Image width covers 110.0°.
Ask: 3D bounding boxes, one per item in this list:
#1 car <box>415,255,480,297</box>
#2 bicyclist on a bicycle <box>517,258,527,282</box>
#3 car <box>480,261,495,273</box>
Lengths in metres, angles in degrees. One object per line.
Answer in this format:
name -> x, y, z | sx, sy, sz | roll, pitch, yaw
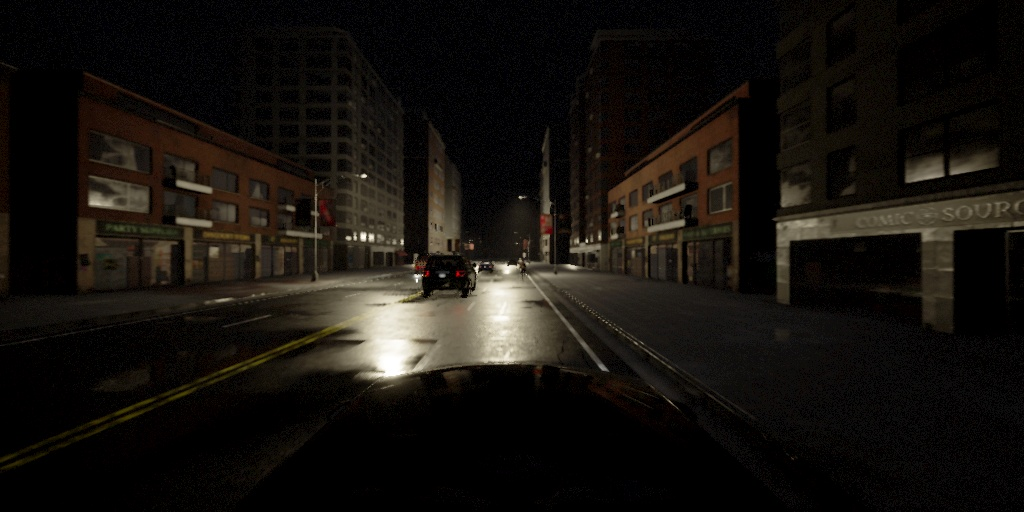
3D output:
car -> -3.149, 0.969, 18.863 | 2.150, 2.045, 5.566 | 0, 0, 0
bicyclist on a bicycle -> 0.894, 1.199, 27.976 | 0.582, 1.620, 1.656 | 0, 0, 0
car -> -3.145, 1.293, 44.239 | 2.033, 1.411, 5.357 | 0, 0, 0
